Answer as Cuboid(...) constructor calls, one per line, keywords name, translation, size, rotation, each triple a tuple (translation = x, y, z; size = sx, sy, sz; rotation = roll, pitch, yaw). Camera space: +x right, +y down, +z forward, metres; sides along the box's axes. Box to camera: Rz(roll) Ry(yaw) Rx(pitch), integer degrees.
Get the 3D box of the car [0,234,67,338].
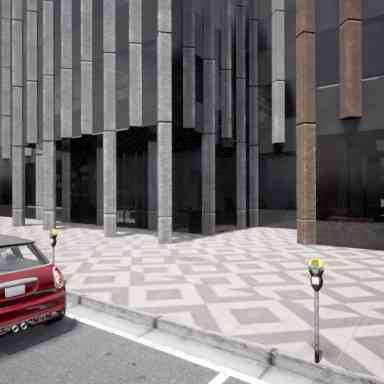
Cuboid(name="car", translation=(-4.103, 1.441, 5.881), size=(4.097, 1.590, 1.967), rotation=(0, 0, 35))
